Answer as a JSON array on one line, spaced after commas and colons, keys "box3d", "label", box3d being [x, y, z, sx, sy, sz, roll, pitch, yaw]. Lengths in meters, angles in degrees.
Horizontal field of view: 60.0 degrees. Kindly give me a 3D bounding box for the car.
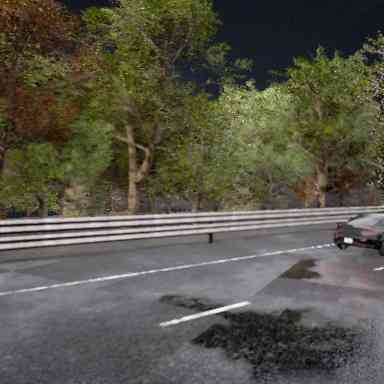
[{"box3d": [7.556, 1.605, 13.375, 4.674, 1.442, 1.812, 0, 0, -35], "label": "car"}]
